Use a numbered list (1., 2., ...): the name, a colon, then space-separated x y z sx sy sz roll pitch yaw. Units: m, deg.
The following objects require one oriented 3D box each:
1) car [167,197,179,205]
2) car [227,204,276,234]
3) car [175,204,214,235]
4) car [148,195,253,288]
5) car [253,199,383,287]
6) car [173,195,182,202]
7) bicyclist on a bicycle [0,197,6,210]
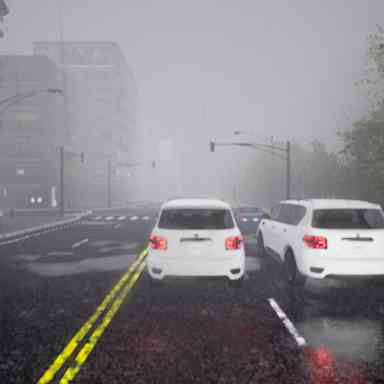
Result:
1. car: -3.246 1.512 57.550 1.895 1.301 4.718 0 0 0
2. car: 3.379 1.511 20.098 2.033 1.411 5.357 0 0 0
3. car: 0.128 1.512 19.902 2.033 1.411 5.357 0 0 0
4. car: 0.110 1.204 9.345 2.150 2.045 5.566 0 0 1
5. car: 3.366 1.203 9.441 2.150 2.045 5.566 0 0 0
6. car: -3.152 1.420 72.511 1.812 1.442 4.674 0 0 0
7. bicyclist on a bicycle: -24.818 1.507 43.656 0.582 1.620 1.656 -1 1 -1
